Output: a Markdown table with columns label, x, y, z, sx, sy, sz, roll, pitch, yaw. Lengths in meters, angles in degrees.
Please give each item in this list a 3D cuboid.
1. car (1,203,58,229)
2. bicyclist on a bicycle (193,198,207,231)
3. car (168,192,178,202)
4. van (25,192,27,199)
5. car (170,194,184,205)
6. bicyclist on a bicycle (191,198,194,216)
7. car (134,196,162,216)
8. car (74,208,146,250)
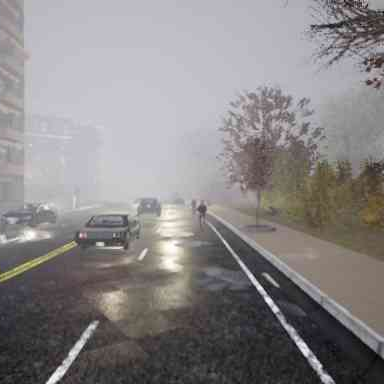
| label | x | y | z | sx | sy | sz | roll | pitch | yaw |
| --- | --- | --- | --- | --- | --- | --- | --- | --- | --- |
| car | -10.230 | 1.457 | 21.238 | 2.128 | 1.511 | 4.902 | 0 | 0 | -2 |
| bicyclist on a bicycle | 0.586 | 1.332 | 19.159 | 0.659 | 1.776 | 1.843 | 0 | 0 | -2 |
| car | -4.118 | 1.061 | 74.530 | 2.150 | 2.045 | 5.566 | 0 | 0 | -7 |
| van | -34.169 | 0.792 | 64.453 | 3.998 | 1.788 | 1.690 | 1 | -1 | -34 |
| car | -2.334 | 1.444 | 56.573 | 1.994 | 1.385 | 4.181 | 0 | 0 | -5 |
| bicyclist on a bicycle | 0.176 | 1.392 | 30.189 | 0.582 | 1.620 | 1.656 | 0 | 0 | -3 |
| car | -3.954 | 1.292 | 31.813 | 2.097 | 1.767 | 4.553 | 0 | 0 | -3 |
| car | -3.331 | 1.575 | 14.140 | 1.895 | 1.301 | 4.718 | 0 | 0 | -1 |
